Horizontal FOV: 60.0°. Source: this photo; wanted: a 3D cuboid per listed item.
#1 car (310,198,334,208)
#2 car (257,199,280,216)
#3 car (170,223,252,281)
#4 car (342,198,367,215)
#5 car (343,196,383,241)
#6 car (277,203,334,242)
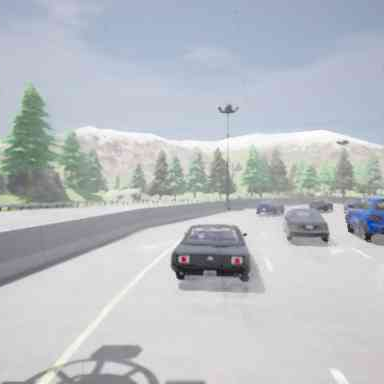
[{"bbox_3d":[14.500,1.431,37.196,2.128,1.511,4.902,0,0,33],"label":"car"},{"bbox_3d":[7.677,1.448,32.292,1.812,1.442,4.674,0,0,29],"label":"car"},{"bbox_3d":[0.686,1.569,9.800,1.895,1.301,4.718,0,0,7],"label":"car"},{"bbox_3d":[16.721,1.439,34.075,1.882,1.535,5.008,0,0,31],"label":"car"},{"bbox_3d":[9.154,1.212,16.351,2.150,2.045,5.566,0,1,14],"label":"car"},{"bbox_3d":[5.505,1.516,16.468,2.033,1.411,5.357,0,0,13],"label":"car"}]
